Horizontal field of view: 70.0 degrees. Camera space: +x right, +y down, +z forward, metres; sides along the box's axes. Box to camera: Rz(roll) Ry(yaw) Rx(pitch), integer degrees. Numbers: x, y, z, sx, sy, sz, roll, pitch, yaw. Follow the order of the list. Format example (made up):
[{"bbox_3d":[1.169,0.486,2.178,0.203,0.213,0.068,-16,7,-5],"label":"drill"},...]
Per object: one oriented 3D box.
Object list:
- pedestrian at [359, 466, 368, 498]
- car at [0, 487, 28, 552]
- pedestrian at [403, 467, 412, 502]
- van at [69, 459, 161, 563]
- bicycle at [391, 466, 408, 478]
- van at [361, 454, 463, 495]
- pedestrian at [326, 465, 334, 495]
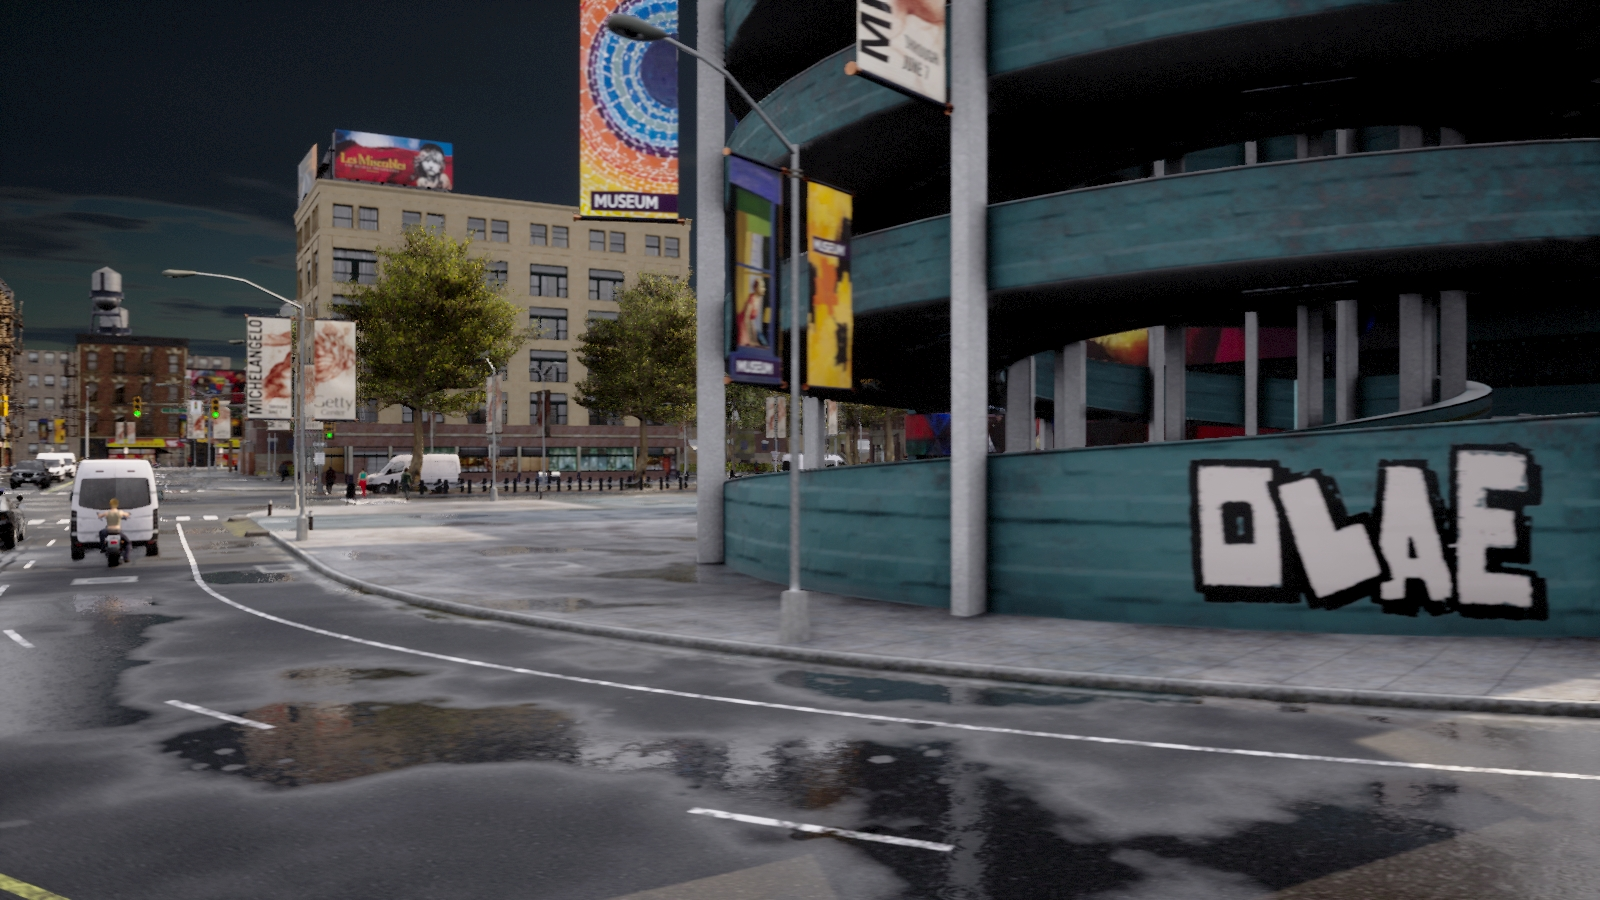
[{"bbox_3d":[-25.404,1.870,66.486,0.375,1.860,0.375,0,0,-36],"label":"pedestrian"},{"bbox_3d":[-24.114,1.992,33.488,2.097,1.638,5.238,0,0,-30],"label":"car"},{"bbox_3d":[-21.204,1.869,61.692,0.375,1.860,0.375,0,0,-29],"label":"pedestrian"},{"bbox_3d":[-18.830,1.544,31.518,1.988,2.561,5.915,0,0,-30],"label":"van"},{"bbox_3d":[-41.395,2.243,118.132,1.643,1.196,0.373,0,0,-14],"label":"bicycle"},{"bbox_3d":[-25.030,1.558,73.785,5.915,2.561,1.988,0,0,-30],"label":"van"},{"bbox_3d":[-29.276,1.871,71.177,0.375,1.860,0.375,0,0,-32],"label":"pedestrian"}]
